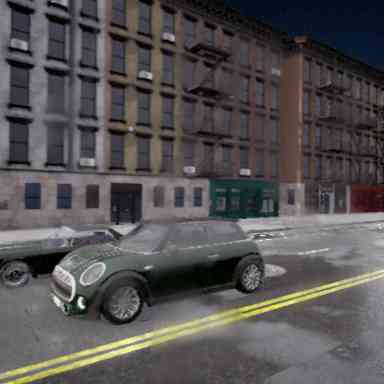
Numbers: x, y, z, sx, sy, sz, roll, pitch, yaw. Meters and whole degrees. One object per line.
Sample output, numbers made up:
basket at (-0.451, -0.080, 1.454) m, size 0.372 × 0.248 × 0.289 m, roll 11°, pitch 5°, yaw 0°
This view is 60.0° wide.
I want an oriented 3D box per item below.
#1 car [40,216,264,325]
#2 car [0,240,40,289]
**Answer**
car at (-0.578, 1.367, 7.261) m, size 4.553 × 1.767 × 2.097 m, roll 0°, pitch 0°, yaw -35°
car at (-3.333, 1.611, 9.289) m, size 4.718 × 1.301 × 1.895 m, roll 0°, pitch 0°, yaw -35°
